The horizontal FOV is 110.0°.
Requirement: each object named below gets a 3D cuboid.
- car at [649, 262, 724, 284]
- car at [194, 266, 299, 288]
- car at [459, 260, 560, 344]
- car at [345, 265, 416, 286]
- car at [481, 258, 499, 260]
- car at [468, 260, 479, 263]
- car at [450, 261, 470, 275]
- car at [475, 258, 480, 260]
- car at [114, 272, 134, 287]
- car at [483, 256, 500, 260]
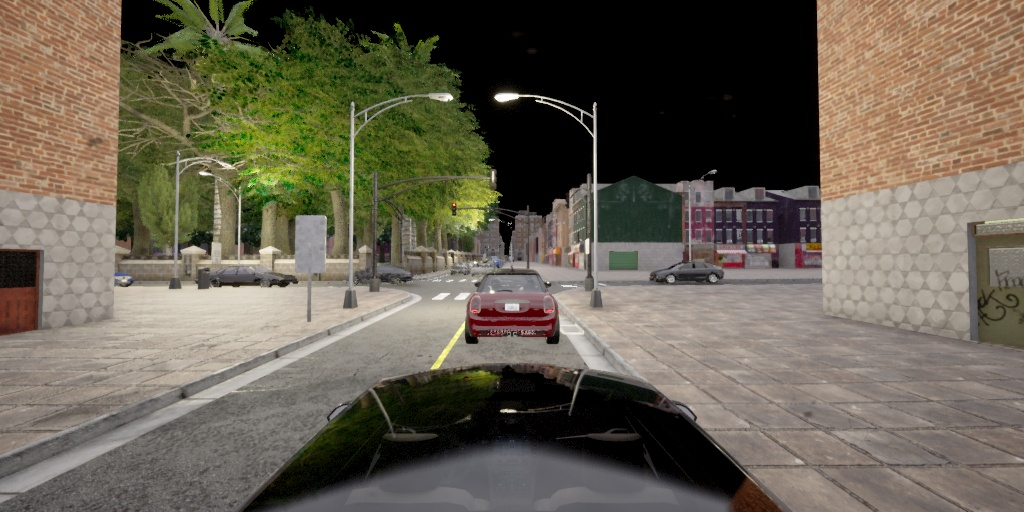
[{"bbox_3d":[12.206,1.187,25.193,4.892,1.490,1.837,-2,-1,0],"label":"car"},{"bbox_3d":[-16.241,1.288,22.073,5.357,1.411,2.033,0,-1,0],"label":"car"},{"bbox_3d":[0.023,1.105,9.734,2.097,1.767,4.553,0,0,1],"label":"car"},{"bbox_3d":[-9.158,1.337,25.068,4.674,1.442,1.812,0,-1,0],"label":"car"},{"bbox_3d":[-3.060,1.301,46.929,1.837,1.490,4.892,0,0,-1],"label":"car"},{"bbox_3d":[-2.972,1.380,36.853,1.895,1.301,4.718,0,0,2],"label":"car"},{"bbox_3d":[-5.553,1.332,38.509,2.007,1.370,4.403,0,0,0],"label":"car"},{"bbox_3d":[-5.588,1.344,45.645,2.007,1.370,4.403,0,0,0],"label":"car"},{"bbox_3d":[-26.151,1.260,22.024,4.674,1.442,1.812,0,-1,0],"label":"car"},{"bbox_3d":[-3.151,1.049,59.135,2.150,2.045,5.566,0,0,0],"label":"car"}]
